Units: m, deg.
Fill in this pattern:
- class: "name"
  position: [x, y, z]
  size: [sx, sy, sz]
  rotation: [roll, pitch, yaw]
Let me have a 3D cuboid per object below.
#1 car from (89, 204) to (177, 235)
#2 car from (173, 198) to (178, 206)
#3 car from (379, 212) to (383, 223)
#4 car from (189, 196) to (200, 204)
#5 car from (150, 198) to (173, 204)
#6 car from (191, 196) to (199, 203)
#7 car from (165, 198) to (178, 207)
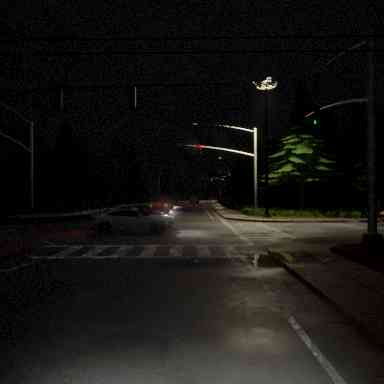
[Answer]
- class: "car"
  position: [-3.390, 1.606, 18.736]
  size: [4.674, 1.442, 1.812]
  rotation: [0, 0, 1]
- class: "car"
  position: [-3.552, 1.632, 47.102]
  size: [2.128, 1.511, 4.902]
  rotation: [0, 0, 0]
- class: "car"
  position: [15.165, 1.484, 22.084]
  size: [5.008, 1.535, 1.882]
  rotation: [0, 0, 1]
- class: "car"
  position: [0.379, 1.691, 65.423]
  size: [1.812, 1.442, 4.674]
  rotation: [0, 0, 2]
- class: "car"
  position: [-3.577, 1.468, 37.301]
  size: [2.097, 1.767, 4.553]
  rotation: [0, 0, 0]
- class: "car"
  position: [0.709, 1.631, 75.730]
  size: [1.837, 1.490, 4.892]
  rotation: [0, 0, 2]
- class: "car"
  position: [-3.448, 1.729, 57.102]
  size: [1.994, 1.385, 4.181]
  rotation: [0, 0, 1]
